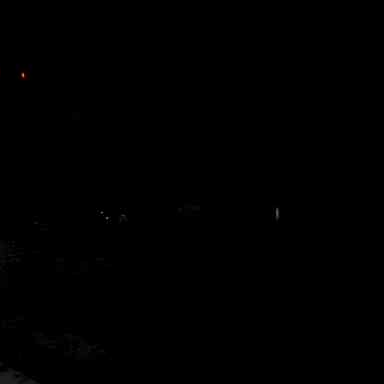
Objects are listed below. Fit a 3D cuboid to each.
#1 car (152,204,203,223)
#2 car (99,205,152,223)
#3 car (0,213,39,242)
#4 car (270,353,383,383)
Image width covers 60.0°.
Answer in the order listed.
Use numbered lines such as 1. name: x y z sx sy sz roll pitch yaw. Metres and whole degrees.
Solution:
1. car: -0.873 1.699 27.512 1.812 1.442 4.674 1 0 35
2. car: -5.156 1.703 27.088 1.895 1.301 4.718 1 0 35
3. car: -9.762 1.590 14.947 2.033 1.411 5.357 1 0 35
4. car: 2.374 1.545 1.267 4.507 1.381 1.887 0 1 35
